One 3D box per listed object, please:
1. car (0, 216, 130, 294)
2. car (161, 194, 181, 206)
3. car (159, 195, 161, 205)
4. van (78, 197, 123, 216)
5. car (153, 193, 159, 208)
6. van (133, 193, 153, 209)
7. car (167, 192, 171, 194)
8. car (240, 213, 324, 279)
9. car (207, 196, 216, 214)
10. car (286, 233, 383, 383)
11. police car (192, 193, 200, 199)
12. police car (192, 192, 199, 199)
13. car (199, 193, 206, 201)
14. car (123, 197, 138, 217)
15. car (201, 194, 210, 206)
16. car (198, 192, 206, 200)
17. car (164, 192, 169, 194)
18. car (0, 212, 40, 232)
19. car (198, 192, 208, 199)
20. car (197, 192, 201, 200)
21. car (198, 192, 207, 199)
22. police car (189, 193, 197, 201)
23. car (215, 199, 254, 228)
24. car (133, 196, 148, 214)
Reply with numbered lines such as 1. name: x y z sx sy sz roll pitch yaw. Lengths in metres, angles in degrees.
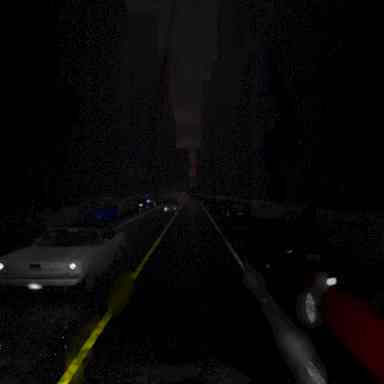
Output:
1. car: -3.103 1.549 8.777 1.895 1.301 4.718 0 0 0
2. car: -3.095 1.324 49.299 1.895 1.301 4.718 0 0 0
3. car: -5.778 1.039 49.064 2.192 1.841 5.009 0 0 0
4. van: -5.771 1.219 20.881 1.690 1.788 3.998 0 0 0
5. car: -5.776 1.195 43.427 1.967 1.590 4.097 0 0 0
6. van: -5.775 1.126 37.791 1.690 1.788 3.998 0 0 0
7. car: -5.782 1.186 65.974 2.008 1.369 4.403 0 0 0
8. car: 2.758 1.509 9.620 1.947 1.339 4.313 0 0 0
9. car: 2.752 1.381 32.164 1.947 1.339 4.313 0 0 0
10. car: 2.759 1.521 3.984 1.887 1.381 4.507 0 0 0
11. police car: 0.848 0.978 82.981 1.930 1.638 5.238 0 0 0
12. police car: 0.846 0.950 88.981 1.930 1.638 5.238 0 0 0
13. car: 2.745 1.246 60.346 1.802 1.307 4.206 0 0 0
14. car: -5.772 1.373 26.349 1.752 1.417 4.829 0 0 0
15. car: 2.748 1.306 49.073 1.802 1.307 4.206 0 0 0
16. car: 2.743 1.217 65.983 1.802 1.307 4.206 0 0 0
17. car: -5.780 1.230 60.338 1.947 1.339 4.313 0 0 0
18. car: -5.768 1.384 9.609 1.967 1.590 4.097 0 0 0
19. car: 2.738 0.868 82.889 2.192 1.841 5.009 0 0 0
20. car: 2.741 1.047 71.618 1.967 1.590 4.097 0 0 0
21. car: 2.736 0.842 88.525 2.192 1.841 5.009 0 0 0
22. police car: 0.882 1.026 72.981 1.930 1.638 5.238 0 0 0
23. car: 2.755 1.318 20.891 1.967 1.590 4.097 0 0 0
24. car: -5.773 1.366 32.155 2.008 1.369 4.403 0 0 0
